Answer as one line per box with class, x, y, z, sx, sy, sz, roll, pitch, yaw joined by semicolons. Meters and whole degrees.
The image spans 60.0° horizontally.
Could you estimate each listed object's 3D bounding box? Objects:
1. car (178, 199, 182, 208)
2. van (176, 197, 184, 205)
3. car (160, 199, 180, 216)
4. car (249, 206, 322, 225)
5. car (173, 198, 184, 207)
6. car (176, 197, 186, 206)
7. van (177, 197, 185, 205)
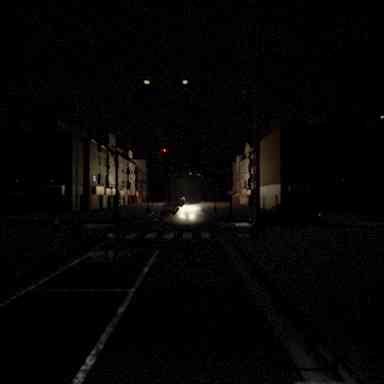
car;-2.657;1.938;43.539;1.887;1.381;4.507;0;-1;0
van;-2.676;2.099;77.172;1.690;1.788;3.998;0;-1;0
car;-2.654;1.861;37.764;1.752;1.417;4.829;0;-1;0
car;7.175;1.762;25.762;5.357;1.411;2.033;0;-1;0
car;-2.670;2.072;65.960;1.967;1.590;4.097;0;-1;0
car;-2.667;2.010;60.355;1.967;1.590;4.097;0;-1;0
van;-2.680;2.163;82.776;1.690;1.788;3.998;0;-1;0
